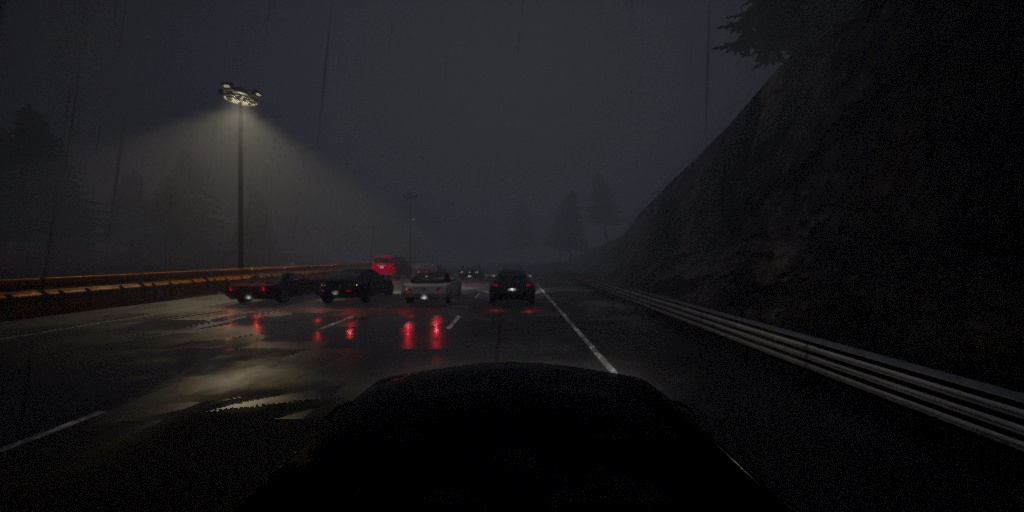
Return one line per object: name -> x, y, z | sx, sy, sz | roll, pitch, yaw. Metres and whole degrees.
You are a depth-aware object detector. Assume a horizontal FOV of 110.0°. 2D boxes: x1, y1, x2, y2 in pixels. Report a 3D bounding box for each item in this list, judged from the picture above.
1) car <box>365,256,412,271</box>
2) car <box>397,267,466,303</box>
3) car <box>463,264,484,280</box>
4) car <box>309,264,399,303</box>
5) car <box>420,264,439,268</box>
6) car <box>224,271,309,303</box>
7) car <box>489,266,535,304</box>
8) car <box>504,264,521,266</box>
car -> -10.475, 1.008, 31.523 | 2.150, 2.045, 5.566 | 0, 0, 0
car -> -3.494, 1.366, 16.515 | 1.895, 1.301, 4.718 | 0, 0, 0
car -> -3.475, 1.366, 31.515 | 1.895, 1.301, 4.718 | 0, 0, 0
car -> -6.994, 1.283, 16.489 | 1.812, 1.442, 4.674 | 0, 0, 0
car -> -6.975, 1.366, 31.519 | 1.895, 1.301, 4.718 | 0, 0, 0
car -> -10.494, 1.366, 16.523 | 1.895, 1.301, 4.718 | 0, 0, 0
car -> 0.006, 1.322, 16.480 | 1.994, 1.385, 4.181 | 0, 0, 0
car -> 0.025, 1.366, 31.510 | 1.895, 1.301, 4.718 | 0, 0, 0
